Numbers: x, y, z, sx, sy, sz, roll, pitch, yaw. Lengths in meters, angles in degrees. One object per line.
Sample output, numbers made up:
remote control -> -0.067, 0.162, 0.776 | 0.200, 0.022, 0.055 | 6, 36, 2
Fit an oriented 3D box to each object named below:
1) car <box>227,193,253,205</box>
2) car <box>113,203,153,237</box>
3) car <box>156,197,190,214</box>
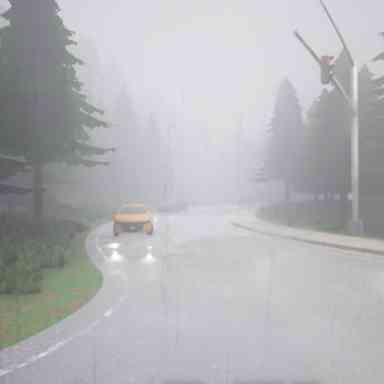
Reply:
car -> 7.230, 0.981, 49.679 | 2.097, 1.767, 4.553 | 0, 1, 42
car -> -3.185, 1.408, 18.111 | 1.882, 1.535, 5.008 | -1, 0, -9
car -> -1.841, 1.295, 32.655 | 1.882, 1.535, 5.008 | -1, 1, 21
